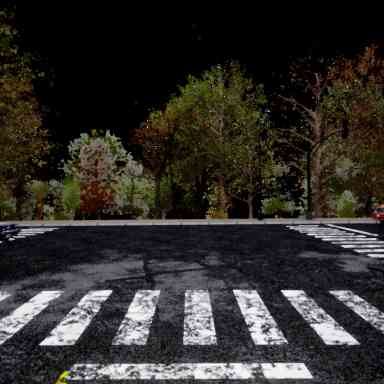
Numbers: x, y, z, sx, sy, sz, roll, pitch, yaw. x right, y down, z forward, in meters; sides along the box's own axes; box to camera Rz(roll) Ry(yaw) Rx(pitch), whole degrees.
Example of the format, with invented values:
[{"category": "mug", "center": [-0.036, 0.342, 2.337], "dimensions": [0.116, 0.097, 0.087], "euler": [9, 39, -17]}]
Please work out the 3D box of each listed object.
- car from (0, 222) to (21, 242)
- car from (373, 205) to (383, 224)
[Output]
[{"category": "car", "center": [-10.337, 1.672, 14.821], "dimensions": [4.718, 1.301, 1.895], "euler": [-1, -1, 1]}, {"category": "car", "center": [14.632, 1.127, 21.171], "dimensions": [5.566, 2.045, 2.150], "euler": [-1, -1, 1]}]
